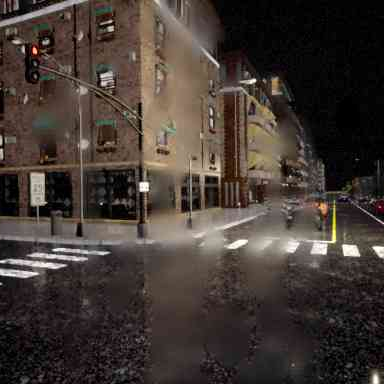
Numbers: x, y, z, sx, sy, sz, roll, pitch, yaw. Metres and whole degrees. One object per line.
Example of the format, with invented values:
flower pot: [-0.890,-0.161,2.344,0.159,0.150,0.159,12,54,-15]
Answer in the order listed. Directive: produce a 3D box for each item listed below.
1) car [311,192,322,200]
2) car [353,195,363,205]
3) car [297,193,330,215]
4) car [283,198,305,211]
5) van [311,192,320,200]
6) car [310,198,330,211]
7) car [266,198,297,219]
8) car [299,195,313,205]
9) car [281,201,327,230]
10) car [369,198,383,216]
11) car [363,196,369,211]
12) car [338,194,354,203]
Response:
car: [31.938,0.994,85.257,2.192,1.841,5.009,-1,0,23]
car: [26.188,1.270,50.552,2.008,1.369,4.403,-1,0,23]
car: [10.746,1.212,29.148,2.097,1.767,4.553,0,0,23]
car: [11.749,1.397,38.133,2.008,1.369,4.403,-1,0,23]
van: [29.695,1.036,80.022,1.690,1.788,3.998,-1,0,23]
car: [14.758,1.384,38.309,1.994,1.385,4.181,0,0,23]
car: [7.262,1.442,27.661,2.008,1.369,4.403,-1,0,23]
car: [18.413,1.310,53.685,1.752,1.417,4.829,-1,0,23]
car: [6.870,1.464,20.149,1.994,1.385,4.181,0,0,23]
car: [17.213,1.386,29.607,1.802,1.307,4.206,-1,0,23]
car: [19.457,1.333,34.844,2.008,1.369,4.403,-1,0,23]
car: [26.939,1.277,58.864,1.994,1.385,4.181,0,0,23]
